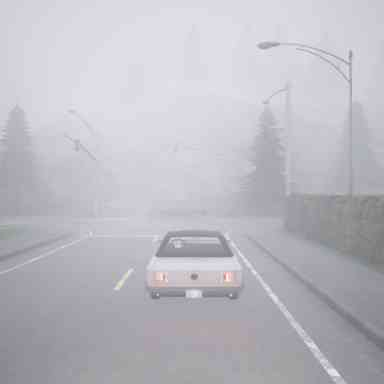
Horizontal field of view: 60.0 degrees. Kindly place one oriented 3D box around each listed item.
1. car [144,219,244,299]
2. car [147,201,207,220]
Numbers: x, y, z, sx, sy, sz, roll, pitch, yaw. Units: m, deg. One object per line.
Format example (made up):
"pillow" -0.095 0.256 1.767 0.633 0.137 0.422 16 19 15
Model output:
"car" 0.061 1.601 8.382 1.895 1.301 4.718 0 0 0
"car" -1.196 1.491 27.384 4.902 1.511 2.128 0 0 1
